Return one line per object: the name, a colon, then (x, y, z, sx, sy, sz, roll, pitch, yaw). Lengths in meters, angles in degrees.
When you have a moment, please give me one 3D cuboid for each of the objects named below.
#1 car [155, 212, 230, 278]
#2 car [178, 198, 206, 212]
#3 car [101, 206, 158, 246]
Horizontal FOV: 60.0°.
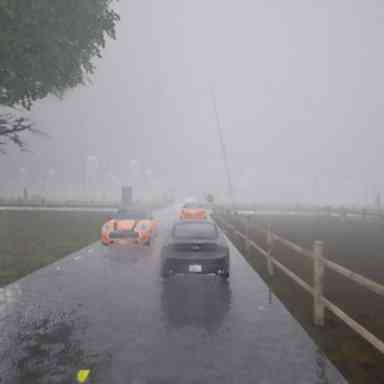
car: (0.091, 1.620, 10.502, 1.837, 1.490, 4.892, 0, 0, 0)
car: (0.098, 1.634, 27.591, 2.097, 1.767, 4.553, 0, -1, 0)
car: (-2.842, 1.523, 16.072, 2.097, 1.767, 4.553, 0, -1, 0)
